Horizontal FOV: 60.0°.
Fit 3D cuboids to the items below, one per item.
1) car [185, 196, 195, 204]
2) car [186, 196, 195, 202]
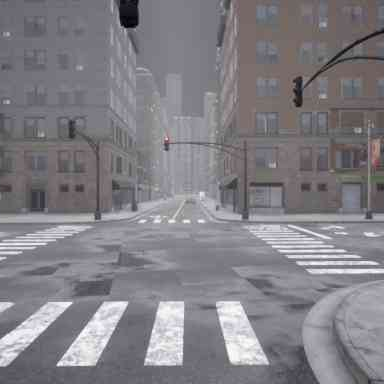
[{"bbox_3d":[-0.305,1.662,63.696,1.895,1.301,4.718,0,0,0],"label":"car"},{"bbox_3d":[-0.374,1.498,73.701,1.895,1.301,4.718,0,0,0],"label":"car"}]
